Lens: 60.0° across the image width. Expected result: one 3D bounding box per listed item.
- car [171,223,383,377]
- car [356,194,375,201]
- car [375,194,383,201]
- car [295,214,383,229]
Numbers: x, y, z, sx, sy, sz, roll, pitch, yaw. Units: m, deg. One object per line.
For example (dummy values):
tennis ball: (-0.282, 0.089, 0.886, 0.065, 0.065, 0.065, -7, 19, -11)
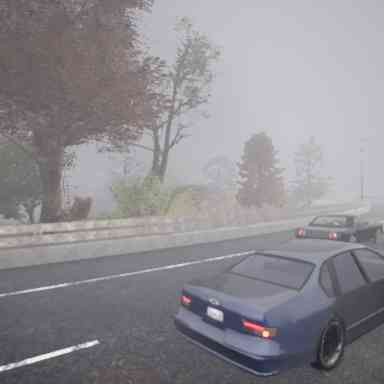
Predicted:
car: (2.226, 1.544, 5.695, 5.357, 1.411, 2.033, 0, 0, -39)
car: (38.980, 1.212, 75.683, 1.837, 1.490, 4.892, 0, 0, 6)
car: (42.437, 1.221, 75.137, 2.128, 1.511, 4.902, 0, 0, 6)
car: (6.300, 1.587, 13.900, 4.718, 1.301, 1.895, 0, 0, -43)
